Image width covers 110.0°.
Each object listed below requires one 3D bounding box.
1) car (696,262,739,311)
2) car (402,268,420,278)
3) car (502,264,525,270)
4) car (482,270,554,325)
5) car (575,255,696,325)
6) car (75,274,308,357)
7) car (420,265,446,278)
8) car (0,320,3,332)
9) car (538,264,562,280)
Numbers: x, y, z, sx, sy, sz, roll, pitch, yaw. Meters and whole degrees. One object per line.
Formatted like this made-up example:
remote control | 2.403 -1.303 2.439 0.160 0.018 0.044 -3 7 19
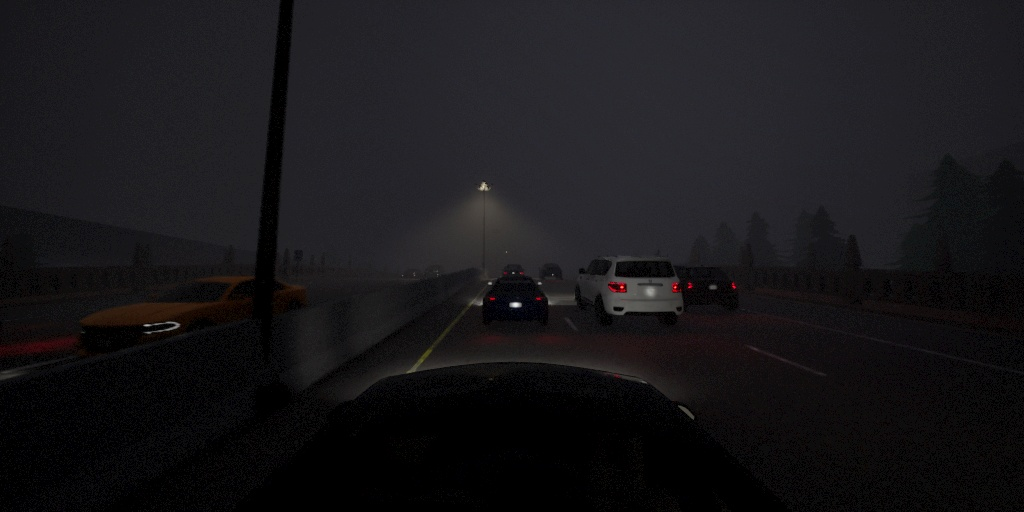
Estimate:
car | 7.102 1.130 14.783 2.097 1.767 4.553 0 0 0
car | -14.067 2.474 50.948 2.097 1.767 4.553 0 -6 0
car | 0.104 1.404 29.886 2.033 1.411 5.357 0 -1 0
car | 0.101 1.336 11.994 1.994 1.385 4.181 0 0 0
car | 3.601 0.994 12.010 2.150 2.045 5.566 0 0 0
car | -7.099 1.243 8.735 1.882 1.535 5.008 0 0 0
car | -10.574 2.183 49.336 2.150 2.045 5.566 0 -5 0
car | -10.600 1.262 4.661 1.837 1.490 4.892 0 0 0
car | 3.605 1.475 34.014 1.837 1.490 4.892 0 -2 0
